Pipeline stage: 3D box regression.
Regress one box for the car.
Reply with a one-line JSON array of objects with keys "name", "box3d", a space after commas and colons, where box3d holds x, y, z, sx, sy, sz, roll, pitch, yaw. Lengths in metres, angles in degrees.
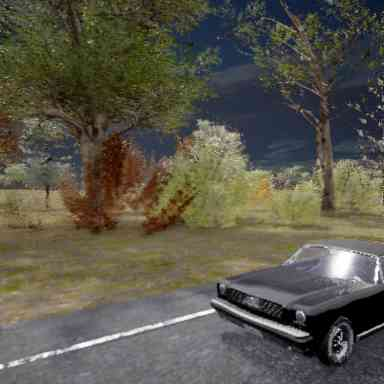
[{"name": "car", "box3d": [2.639, 1.599, 5.875, 4.718, 1.301, 1.895, 0, 0, -36]}]
